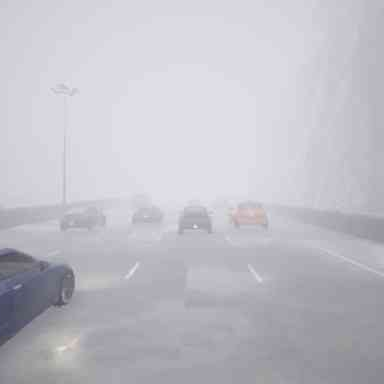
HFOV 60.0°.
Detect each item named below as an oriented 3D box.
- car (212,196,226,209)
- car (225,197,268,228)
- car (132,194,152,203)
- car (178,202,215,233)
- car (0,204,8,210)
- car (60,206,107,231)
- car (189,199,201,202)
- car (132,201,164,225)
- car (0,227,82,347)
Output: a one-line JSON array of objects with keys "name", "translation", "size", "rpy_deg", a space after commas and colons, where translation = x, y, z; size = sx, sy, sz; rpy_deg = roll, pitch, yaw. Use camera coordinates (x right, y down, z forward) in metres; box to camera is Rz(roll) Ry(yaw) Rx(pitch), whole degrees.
[{"name": "car", "translation": [3.899, 1.321, 45.151], "size": [2.097, 1.767, 4.553], "rpy_deg": [0, 0, 0]}, {"name": "car", "translation": [3.722, 1.428, 22.724], "size": [2.097, 1.767, 4.553], "rpy_deg": [0, 0, 0]}, {"name": "car", "translation": [-6.607, 1.216, 44.428], "size": [2.150, 2.045, 5.566], "rpy_deg": [0, 1, 0]}, {"name": "car", "translation": [0.201, 1.587, 20.061], "size": [1.837, 1.490, 4.892], "rpy_deg": [0, 0, 0]}, {"name": "car", "translation": [-17.337, 1.624, 27.985], "size": [1.812, 1.442, 4.674], "rpy_deg": [0, 0, 0]}, {"name": "car", "translation": [-6.796, 1.617, 21.099], "size": [1.812, 1.442, 4.674], "rpy_deg": [0, 0, 0]}, {"name": "car", "translation": [0.368, 1.556, 41.077], "size": [2.033, 1.411, 5.357], "rpy_deg": [0, 0, 0]}, {"name": "car", "translation": [-3.259, 1.649, 25.255], "size": [1.994, 1.385, 4.181], "rpy_deg": [0, 0, 0]}, {"name": "car", "translation": [-3.401, 1.554, 5.126], "size": [1.812, 1.442, 4.674], "rpy_deg": [0, 0, 0]}]
